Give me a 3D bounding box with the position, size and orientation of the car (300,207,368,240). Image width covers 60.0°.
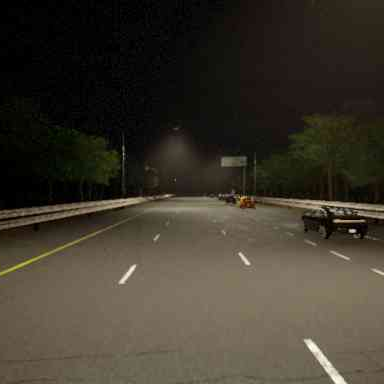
[{"bbox_3d":[7.014,1.497,16.944,2.128,1.511,4.902,0,0,0],"label":"car"}]

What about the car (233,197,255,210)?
[{"bbox_3d":[7.099,1.507,44.150,1.882,1.535,5.008,0,0,0],"label":"car"}]

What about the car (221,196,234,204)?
[{"bbox_3d":[7.206,1.520,63.175,1.837,1.490,4.892,0,0,0],"label":"car"}]

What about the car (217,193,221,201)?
[{"bbox_3d":[7.367,1.587,84.256,1.895,1.301,4.718,0,0,0],"label":"car"}]
